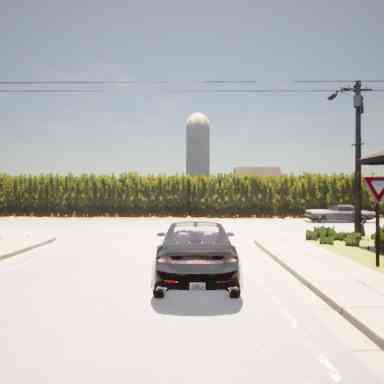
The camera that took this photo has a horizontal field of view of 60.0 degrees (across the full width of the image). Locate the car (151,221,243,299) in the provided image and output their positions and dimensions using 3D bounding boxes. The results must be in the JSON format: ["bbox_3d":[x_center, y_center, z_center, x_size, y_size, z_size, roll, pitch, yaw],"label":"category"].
[{"bbox_3d":[0.098,1.490,8.446,2.128,1.511,4.902,0,0,0],"label":"car"}]

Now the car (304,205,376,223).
[{"bbox_3d":[10.893,1.622,24.816,4.718,1.301,1.895,0,0,1],"label":"car"}]
